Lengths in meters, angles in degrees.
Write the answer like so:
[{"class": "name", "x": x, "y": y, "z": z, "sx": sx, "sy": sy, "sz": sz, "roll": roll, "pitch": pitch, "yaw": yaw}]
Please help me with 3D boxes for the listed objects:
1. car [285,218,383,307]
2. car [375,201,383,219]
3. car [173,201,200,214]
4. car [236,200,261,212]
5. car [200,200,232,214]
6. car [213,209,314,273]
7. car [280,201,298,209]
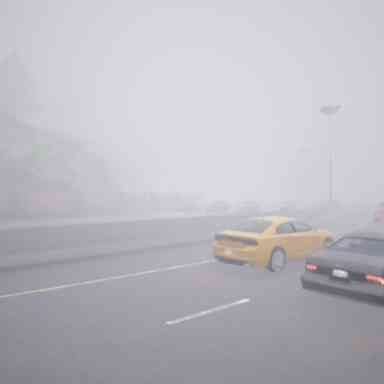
[{"class": "car", "x": 4.679, "y": 1.593, "z": 7.948, "sx": 5.357, "sy": 1.411, "sz": 2.033, "roll": 0, "pitch": 0, "yaw": -41}, {"class": "car", "x": 16.061, "y": 1.500, "z": 26.754, "sx": 2.097, "sy": 1.767, "sz": 4.553, "roll": 0, "pitch": 0, "yaw": 34}, {"class": "car", "x": -0.582, "y": 1.822, "z": 39.965, "sx": 1.994, "sy": 1.385, "sz": 4.181, "roll": 0, "pitch": 0, "yaw": 30}, {"class": "car", "x": 6.644, "y": 1.743, "z": 38.536, "sx": 1.837, "sy": 1.490, "sz": 4.892, "roll": 0, "pitch": 0, "yaw": 28}, {"class": "car", "x": 3.153, "y": 1.754, "z": 39.419, "sx": 1.837, "sy": 1.490, "sz": 4.892, "roll": 0, "pitch": 0, "yaw": 28}, {"class": "car", "x": 2.864, "y": 1.546, "z": 11.060, "sx": 5.008, "sy": 1.535, "sz": 1.882, "roll": 0, "pitch": 0, "yaw": -42}, {"class": "car", "x": 12.388, "y": 1.801, "z": 42.282, "sx": 2.033, "sy": 1.411, "sz": 5.357, "roll": 0, "pitch": 0, "yaw": 23}]
